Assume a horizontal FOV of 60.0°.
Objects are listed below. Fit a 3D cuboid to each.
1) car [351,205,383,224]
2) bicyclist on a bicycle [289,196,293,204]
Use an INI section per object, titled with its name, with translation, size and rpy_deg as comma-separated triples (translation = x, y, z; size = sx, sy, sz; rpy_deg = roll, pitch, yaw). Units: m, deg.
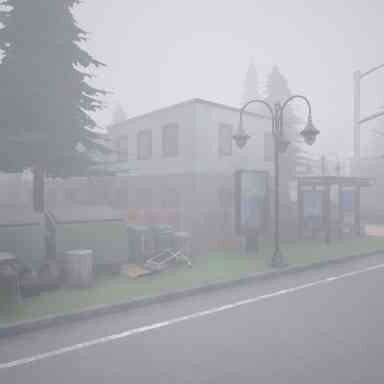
[car]
translation = 12.838, 1.545, 22.343
size = 1.994, 1.385, 4.181
rpy_deg = 0, 0, -39
[bicyclist on a bicycle]
translation = 10.687, 1.284, 36.345
size = 0.582, 1.620, 1.656
rpy_deg = 0, 0, 44
